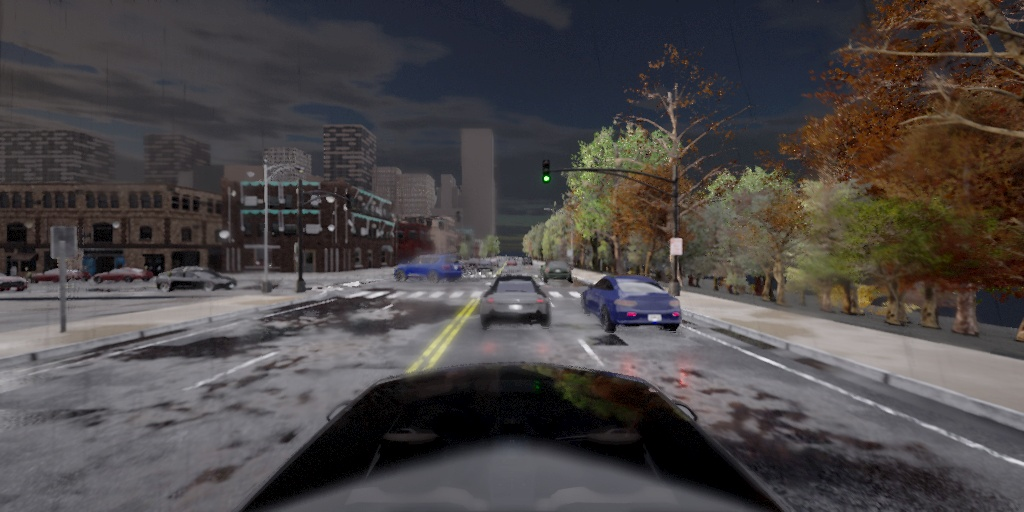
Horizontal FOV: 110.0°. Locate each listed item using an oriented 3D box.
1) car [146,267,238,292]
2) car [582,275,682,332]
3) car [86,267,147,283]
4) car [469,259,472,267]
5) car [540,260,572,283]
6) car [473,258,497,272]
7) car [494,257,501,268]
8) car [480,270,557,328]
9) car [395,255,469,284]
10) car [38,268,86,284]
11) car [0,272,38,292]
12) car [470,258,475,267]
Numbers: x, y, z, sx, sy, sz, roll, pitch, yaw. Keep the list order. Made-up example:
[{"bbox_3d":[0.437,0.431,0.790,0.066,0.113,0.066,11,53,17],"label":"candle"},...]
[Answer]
[{"bbox_3d":[-19.946,1.566,22.783,4.313,1.339,1.948,0,0,0],"label":"car"},{"bbox_3d":[3.353,1.275,10.712,1.812,1.442,4.674,0,0,0],"label":"car"},{"bbox_3d":[-33.814,1.657,31.303,4.207,1.307,1.802,0,0,0],"label":"car"},{"bbox_3d":[-6.588,1.346,45.421,1.895,1.301,4.718,0,0,0],"label":"car"},{"bbox_3d":[3.352,1.101,28.060,2.097,1.767,4.553,0,0,0],"label":"car"},{"bbox_3d":[-3.337,1.292,45.704,2.033,1.411,5.357,0,0,0],"label":"car"},{"bbox_3d":[-3.283,1.266,62.431,1.812,1.442,4.674,0,0,1],"label":"car"},{"bbox_3d":[0.102,1.313,11.368,1.994,1.385,4.181,0,0,0],"label":"car"},{"bbox_3d":[-6.297,0.970,26.953,5.566,2.045,2.150,0,-1,31],"label":"car"},{"bbox_3d":[-39.348,1.719,31.310,4.207,1.307,1.802,0,0,0],"label":"car"},{"bbox_3d":[-33.822,1.598,22.922,4.097,1.591,1.967,0,0,0],"label":"car"},{"bbox_3d":[-6.539,1.092,61.917,2.097,1.767,4.553,0,0,1],"label":"car"}]
